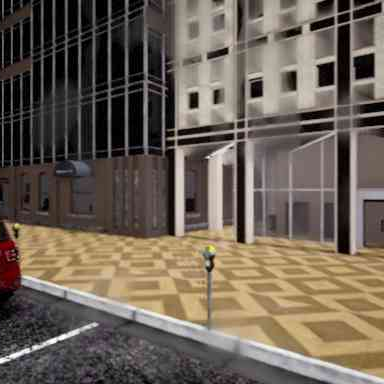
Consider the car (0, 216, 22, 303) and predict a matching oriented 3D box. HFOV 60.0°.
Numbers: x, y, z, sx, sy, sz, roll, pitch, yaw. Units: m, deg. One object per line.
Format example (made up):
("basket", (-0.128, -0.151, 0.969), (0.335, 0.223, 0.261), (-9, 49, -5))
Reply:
("car", (-5.469, 1.276, 6.779), (5.009, 1.841, 2.192), (0, 0, 35))
